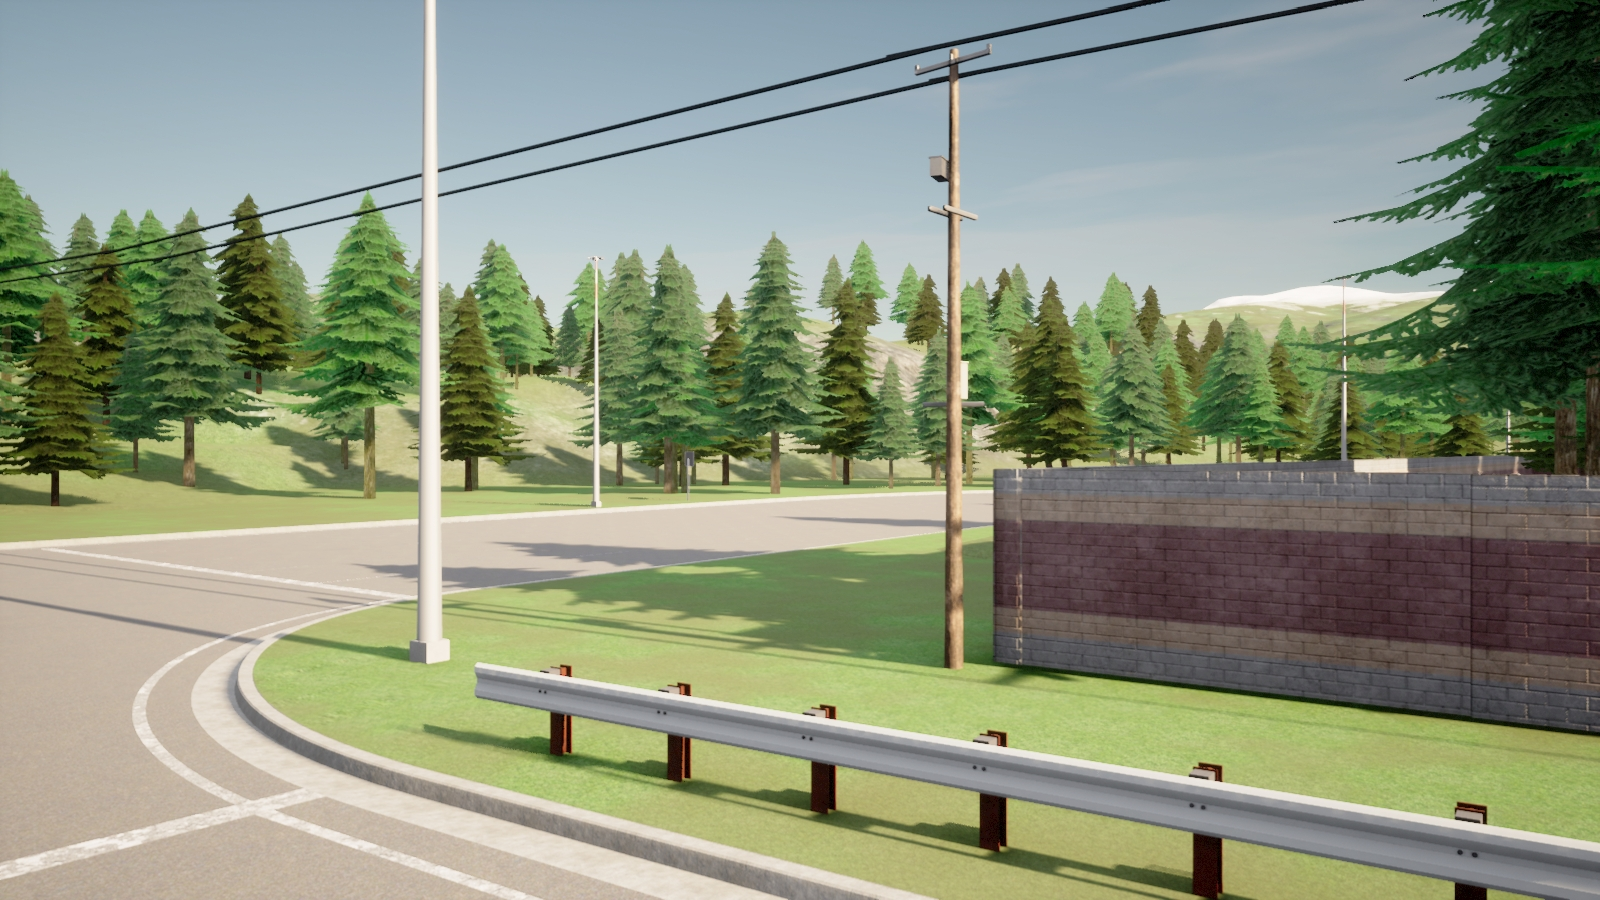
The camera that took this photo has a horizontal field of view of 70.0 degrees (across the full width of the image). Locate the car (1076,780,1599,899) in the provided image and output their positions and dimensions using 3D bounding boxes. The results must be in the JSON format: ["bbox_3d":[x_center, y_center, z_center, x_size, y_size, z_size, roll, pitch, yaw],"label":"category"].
[{"bbox_3d":[3.015,1.982,1.678,5.238,1.638,2.097,0,0,35],"label":"car"}]
